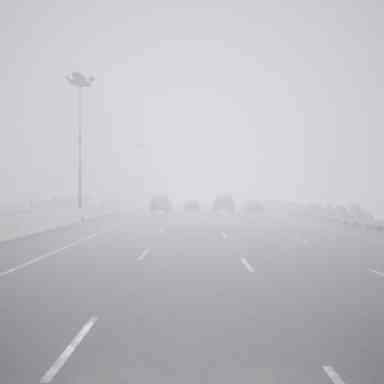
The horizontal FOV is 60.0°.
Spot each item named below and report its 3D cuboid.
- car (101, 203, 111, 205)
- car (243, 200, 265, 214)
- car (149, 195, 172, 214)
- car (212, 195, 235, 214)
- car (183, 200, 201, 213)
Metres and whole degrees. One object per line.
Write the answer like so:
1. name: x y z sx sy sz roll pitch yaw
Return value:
1. car: -14.188 1.889 56.220 2.128 1.511 4.902 0 -1 0
2. car: 6.985 1.650 37.785 1.837 1.490 4.892 0 0 0
3. car: -3.514 1.378 37.561 2.150 2.045 5.566 0 -1 0
4. car: 3.486 1.367 37.286 2.150 2.045 5.566 0 -1 0
5. car: -0.014 1.666 38.770 1.837 1.490 4.892 0 0 0
